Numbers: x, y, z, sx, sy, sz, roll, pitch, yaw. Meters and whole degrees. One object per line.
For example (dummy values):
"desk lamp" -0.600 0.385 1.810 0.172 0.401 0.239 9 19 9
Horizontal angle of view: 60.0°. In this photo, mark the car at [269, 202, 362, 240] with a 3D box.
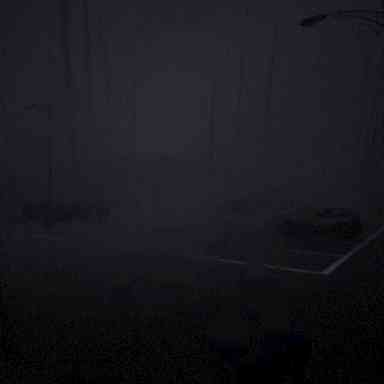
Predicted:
"car" 6.047 1.408 16.139 3.806 1.475 1.970 0 0 36

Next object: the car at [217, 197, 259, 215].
"car" 4.176 1.406 32.299 3.633 1.501 1.845 0 0 36

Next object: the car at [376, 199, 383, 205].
"car" 30.130 1.313 49.794 4.514 1.523 2.007 0 0 36

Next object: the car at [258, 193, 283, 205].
"car" 13.504 1.201 57.319 3.866 1.878 1.905 0 0 36

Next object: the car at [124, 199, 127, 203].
"car" -13.714 1.808 77.698 2.242 1.667 4.611 0 0 36

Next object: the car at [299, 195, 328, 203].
"car" 17.950 1.175 50.043 4.605 1.855 1.932 0 0 36

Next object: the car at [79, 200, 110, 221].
"car" -8.987 1.466 27.204 5.027 1.636 2.152 0 0 36

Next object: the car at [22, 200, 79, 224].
"car" -10.783 1.475 24.632 4.514 1.523 2.007 0 0 36

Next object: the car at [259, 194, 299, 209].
"car" 10.070 1.382 40.369 4.514 1.523 2.007 0 0 36

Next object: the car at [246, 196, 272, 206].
"car" 11.061 1.489 54.983 3.806 1.475 1.970 0 0 36
